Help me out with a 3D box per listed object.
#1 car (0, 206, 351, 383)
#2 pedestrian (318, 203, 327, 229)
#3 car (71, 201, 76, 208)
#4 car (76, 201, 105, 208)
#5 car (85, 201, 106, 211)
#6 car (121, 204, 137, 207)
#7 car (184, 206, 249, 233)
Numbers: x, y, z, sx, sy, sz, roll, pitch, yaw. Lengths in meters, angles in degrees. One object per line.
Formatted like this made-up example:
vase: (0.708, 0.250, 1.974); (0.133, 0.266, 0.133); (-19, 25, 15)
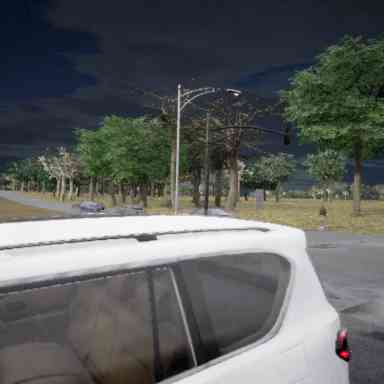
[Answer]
car: (-1.443, 1.221, 1.694); (5.566, 2.045, 2.150); (0, 0, -35)
pedestrian: (9.310, 1.716, 23.832); (0.375, 1.860, 0.375); (1, -1, -34)
car: (-21.376, 2.308, 62.783); (1.994, 1.385, 4.181); (3, -2, -34)
car: (-13.722, 2.014, 44.695); (1.812, 1.442, 4.674); (3, -2, -33)
car: (-15.816, 2.254, 54.473); (1.994, 1.385, 4.181); (3, -2, -35)
car: (-6.069, 1.935, 33.181); (1.994, 1.385, 4.181); (3, -2, -34)
car: (1.457, 1.726, 21.756); (1.812, 1.442, 4.674); (2, -2, -31)
